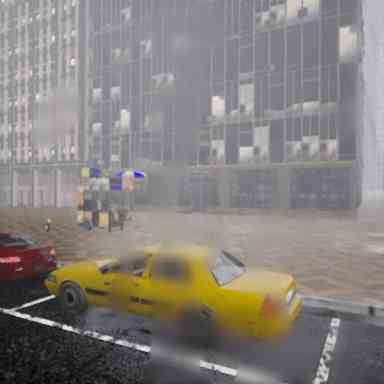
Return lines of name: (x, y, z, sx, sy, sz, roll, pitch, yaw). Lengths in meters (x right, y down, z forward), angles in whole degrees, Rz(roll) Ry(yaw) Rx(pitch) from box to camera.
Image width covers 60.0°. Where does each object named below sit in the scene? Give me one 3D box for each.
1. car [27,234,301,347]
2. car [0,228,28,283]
car: (-0.586, 1.529, 6.074, 4.829, 1.417, 1.752, 0, 0, 28)
car: (-5.322, 1.586, 8.578, 4.206, 1.307, 1.802, 0, 0, 28)
